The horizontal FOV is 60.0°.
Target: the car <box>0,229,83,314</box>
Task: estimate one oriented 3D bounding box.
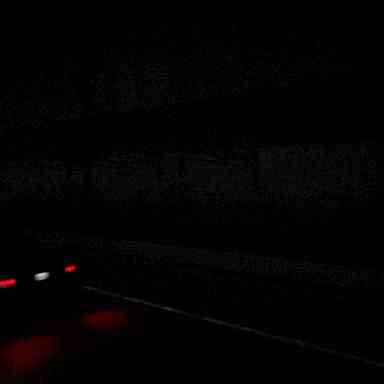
[{"bbox_3d":[-4.699,1.537,7.313,5.357,1.411,2.033,0,0,35],"label":"car"}]
